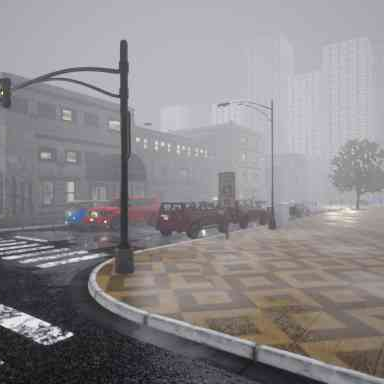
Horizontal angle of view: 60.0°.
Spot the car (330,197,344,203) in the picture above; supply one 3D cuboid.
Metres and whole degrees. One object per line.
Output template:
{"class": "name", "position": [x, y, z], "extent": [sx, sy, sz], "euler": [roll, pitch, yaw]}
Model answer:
{"class": "car", "position": [34.858, 1.915, 81.214], "extent": [2.008, 1.369, 4.403], "euler": [-1, -1, 35]}

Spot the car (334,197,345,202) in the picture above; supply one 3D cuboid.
{"class": "car", "position": [38.055, 1.936, 85.719], "extent": [1.887, 1.381, 4.507], "euler": [-1, -1, 35]}

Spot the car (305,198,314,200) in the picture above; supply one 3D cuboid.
{"class": "car", "position": [22.072, 1.816, 63.194], "extent": [2.008, 1.369, 4.403], "euler": [-1, -1, 35]}

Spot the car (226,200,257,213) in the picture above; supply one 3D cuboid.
{"class": "car", "position": [6.088, 1.701, 40.667], "extent": [2.008, 1.369, 4.403], "euler": [-1, -1, 35]}

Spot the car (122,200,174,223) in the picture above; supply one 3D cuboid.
{"class": "car", "position": [-3.502, 1.531, 27.152], "extent": [1.967, 1.590, 4.097], "euler": [-1, -1, 35]}

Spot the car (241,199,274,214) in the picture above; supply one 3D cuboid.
{"class": "car", "position": [7.627, 1.640, 38.330], "extent": [1.837, 1.490, 4.892], "euler": [0, 0, 36]}

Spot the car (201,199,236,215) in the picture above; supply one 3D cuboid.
{"class": "car", "position": [2.892, 1.570, 36.164], "extent": [1.967, 1.590, 4.097], "euler": [-1, -1, 35]}

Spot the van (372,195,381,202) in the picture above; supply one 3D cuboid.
{"class": "van", "position": [44.890, 1.694, 80.875], "extent": [1.690, 1.788, 3.998], "euler": [-1, -1, 35]}

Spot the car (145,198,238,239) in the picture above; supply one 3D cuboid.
{"class": "car", "position": [0.137, 1.350, 17.801], "extent": [2.192, 1.841, 5.009], "euler": [-1, -1, 35]}

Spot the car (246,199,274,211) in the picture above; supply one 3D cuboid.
{"class": "car", "position": [9.285, 1.723, 45.172], "extent": [2.008, 1.369, 4.403], "euler": [-1, -1, 35]}

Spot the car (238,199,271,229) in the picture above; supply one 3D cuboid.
{"class": "car", "position": [3.333, 1.368, 22.306], "extent": [2.192, 1.841, 5.009], "euler": [-1, -1, 35]}

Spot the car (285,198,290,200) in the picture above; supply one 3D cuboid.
{"class": "car", "position": [15.579, 1.742, 54.044], "extent": [1.752, 1.417, 4.829], "euler": [-1, -1, 35]}

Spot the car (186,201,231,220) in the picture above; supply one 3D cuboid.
{"class": "car", "position": [1.592, 1.622, 29.835], "extent": [1.812, 1.442, 4.674], "euler": [0, 0, 36]}

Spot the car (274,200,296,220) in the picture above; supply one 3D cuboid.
{"class": "car", "position": [6.531, 1.616, 26.810], "extent": [1.887, 1.381, 4.507], "euler": [-1, -1, 35]}

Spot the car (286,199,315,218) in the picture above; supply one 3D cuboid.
{"class": "car", "position": [9.728, 1.657, 31.315], "extent": [1.947, 1.339, 4.313], "euler": [-1, -1, 35]}

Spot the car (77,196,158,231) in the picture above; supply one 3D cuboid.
{"class": "car", "position": [-4.246, 1.285, 21.626], "extent": [2.150, 2.045, 5.566], "euler": [0, 0, 35]}

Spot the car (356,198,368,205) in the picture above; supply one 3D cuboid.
{"class": "car", "position": [32.104, 1.801, 62.851], "extent": [2.008, 1.369, 4.403], "euler": [-1, -1, 35]}

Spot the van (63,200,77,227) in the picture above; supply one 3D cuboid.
{"class": "van", "position": [-6.699, 1.414, 22.648], "extent": [1.690, 1.788, 3.998], "euler": [-1, 0, 35]}
